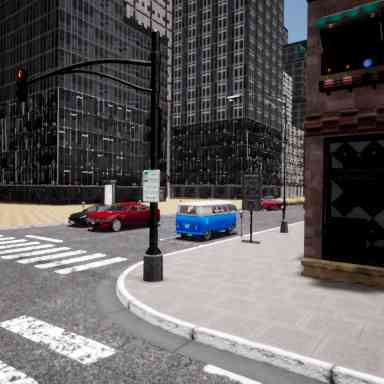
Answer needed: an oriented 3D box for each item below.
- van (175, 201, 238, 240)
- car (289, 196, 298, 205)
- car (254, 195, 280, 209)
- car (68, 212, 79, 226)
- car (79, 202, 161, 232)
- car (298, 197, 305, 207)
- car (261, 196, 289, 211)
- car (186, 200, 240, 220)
[{"bbox_3d":[0.844,1.368,17.027,1.690,1.788,3.998,1,1,35],"label":"van"},{"bbox_3d":[16.414,1.364,53.285,1.752,1.417,4.829,1,1,36],"label":"car"},{"bbox_3d":[10.086,1.294,44.415,1.967,1.590,4.097,1,1,35],"label":"car"},{"bbox_3d":[-5.980,1.467,21.897,1.947,1.339,4.313,1,1,35],"label":"car"},{"bbox_3d":[-3.993,1.418,20.215,1.882,1.535,5.008,1,1,34],"label":"car"},{"bbox_3d":[15.626,1.429,42.313,2.128,1.511,4.902,1,1,36],"label":"car"},{"bbox_3d":[9.228,1.501,38.731,1.895,1.301,4.718,1,1,36],"label":"car"},{"bbox_3d":[1.918,1.469,28.505,2.033,1.411,5.357,1,1,36],"label":"car"}]
